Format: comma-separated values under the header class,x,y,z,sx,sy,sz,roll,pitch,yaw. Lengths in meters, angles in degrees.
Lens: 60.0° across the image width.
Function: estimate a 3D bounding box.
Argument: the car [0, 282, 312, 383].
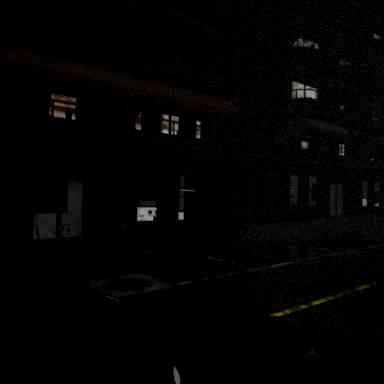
class,x,y,z,sx,sy,sz,roll,pitch,yaw
car,-1.156,1.478,2.455,5.008,1.535,1.882,0,0,-35
